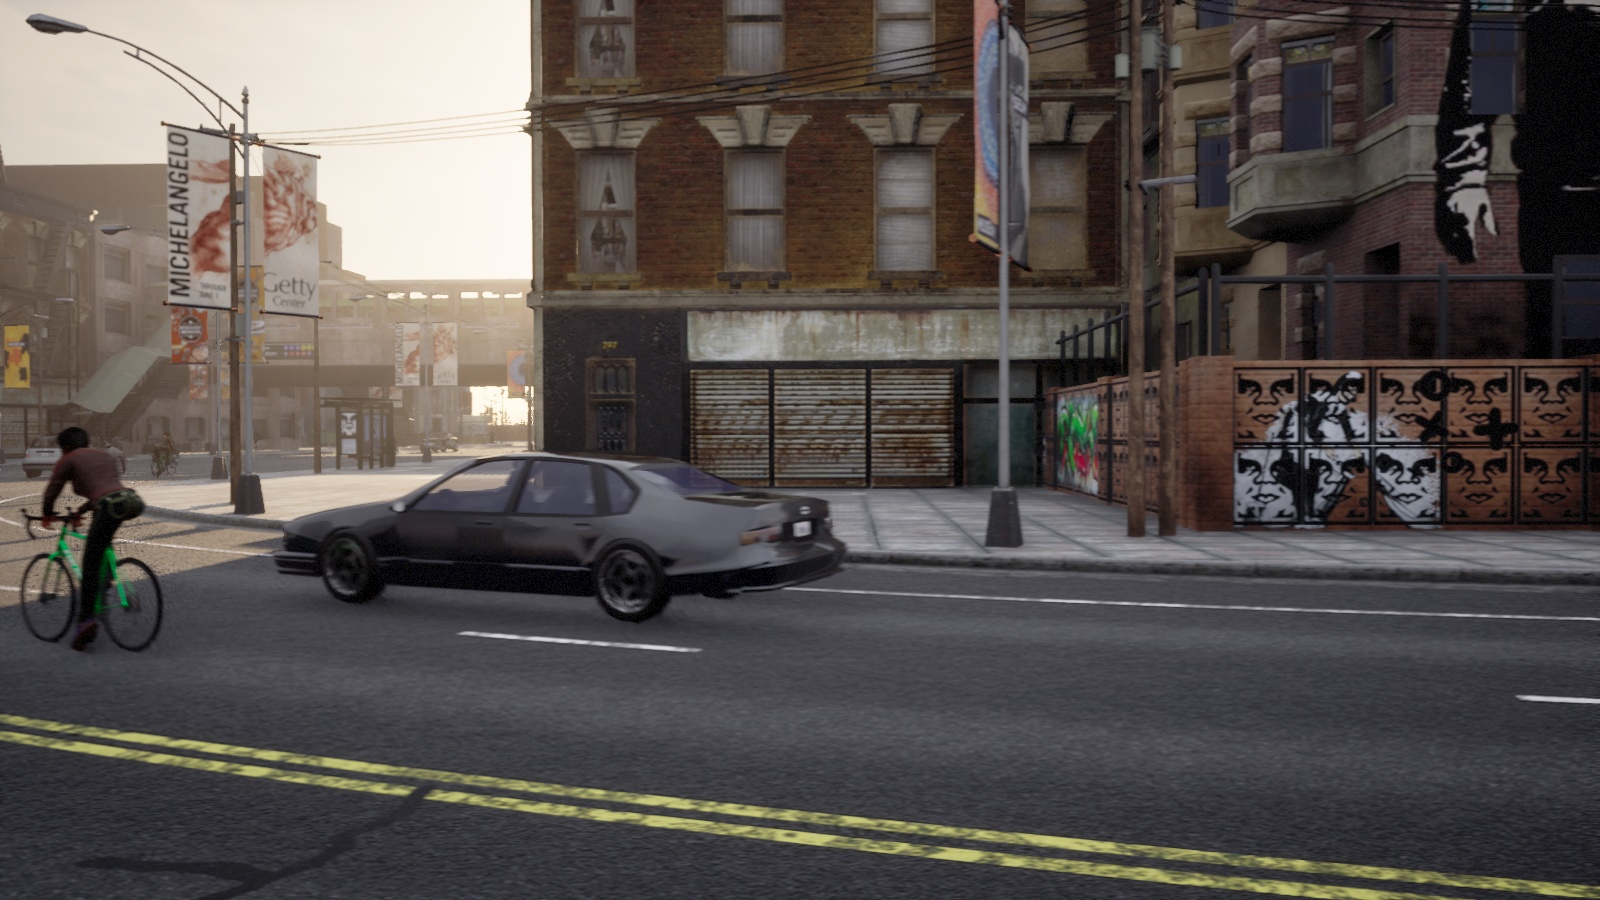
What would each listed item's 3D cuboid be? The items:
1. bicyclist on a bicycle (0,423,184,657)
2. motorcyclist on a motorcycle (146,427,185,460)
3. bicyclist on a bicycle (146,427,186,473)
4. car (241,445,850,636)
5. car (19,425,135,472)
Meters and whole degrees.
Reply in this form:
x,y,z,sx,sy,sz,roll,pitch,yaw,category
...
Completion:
x,y,z,sx,sy,sz,roll,pitch,yaw,category
-5.374,0.616,9.302,1.656,1.620,0.582,0,1,27,bicyclist on a bicycle
-32.618,-0.338,64.579,0.766,1.649,2.350,0,1,2,motorcyclist on a motorcycle
-22.859,-0.002,45.277,0.582,1.620,1.656,0,1,1,bicyclist on a bicycle
-2.410,0.687,11.679,5.357,1.411,2.033,1,1,24,car
-26.368,-0.081,45.968,1.851,1.617,3.988,0,1,2,car
